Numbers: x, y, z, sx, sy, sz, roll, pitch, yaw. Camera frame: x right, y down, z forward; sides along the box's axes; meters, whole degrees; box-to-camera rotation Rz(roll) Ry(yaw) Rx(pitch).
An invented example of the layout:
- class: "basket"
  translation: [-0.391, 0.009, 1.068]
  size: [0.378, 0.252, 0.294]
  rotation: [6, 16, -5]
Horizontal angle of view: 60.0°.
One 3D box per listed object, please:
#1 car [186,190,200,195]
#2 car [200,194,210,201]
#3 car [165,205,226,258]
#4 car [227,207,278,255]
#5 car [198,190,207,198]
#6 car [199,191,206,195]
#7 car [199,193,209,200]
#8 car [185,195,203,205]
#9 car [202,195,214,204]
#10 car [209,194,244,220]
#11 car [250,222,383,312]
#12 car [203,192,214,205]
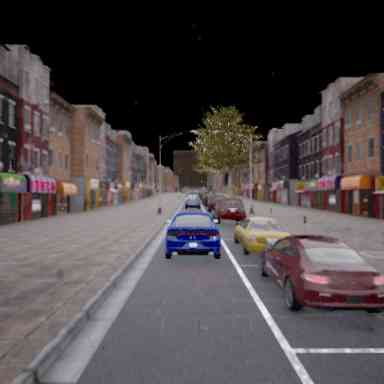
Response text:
- class: "car"
  translation: [0.115, 0.855, 60.665]
  size: [2.150, 2.045, 5.566]
  rotation: [0, 1, 0]
- class: "car"
  translation: [2.679, 1.084, 68.636]
  size: [1.947, 1.339, 4.313]
  rotation: [2, 1, 0]
- class: "car"
  translation: [0.023, 1.503, 12.902]
  size: [1.882, 1.535, 5.008]
  rotation: [0, 0, 0]
- class: "car"
  translation: [2.656, 1.551, 13.224]
  size: [1.752, 1.417, 4.829]
  rotation: [1, 0, 0]
- class: "car"
  translation: [2.690, 0.573, 85.294]
  size: [2.192, 1.841, 5.009]
  rotation: [2, 1, 0]
- class: "car"
  translation: [2.679, 1.059, 51.965]
  size: [2.192, 1.841, 5.009]
  rotation: [2, 1, 0]
- class: "car"
  translation: [2.680, 0.998, 74.192]
  size: [1.947, 1.339, 4.313]
  rotation: [2, 1, 0]
- class: "car"
  translation: [0.108, 1.402, 43.333]
  size: [1.994, 1.385, 4.181]
  rotation: [0, 1, 0]
- class: "car"
  translation: [2.675, 1.220, 57.525]
  size: [1.887, 1.381, 4.507]
  rotation: [2, 1, 0]
- class: "car"
  translation: [2.667, 1.310, 24.173]
  size: [2.192, 1.841, 5.009]
  rotation: [1, 0, 0]
- class: "car"
  translation: [2.652, 1.606, 7.494]
  size: [1.802, 1.307, 4.206]
  rotation: [1, 0, 0]
- class: "car"
  translation: [2.673, 1.231, 35.293]
  size: [2.192, 1.841, 5.009]
  rotation: [2, 1, 0]
